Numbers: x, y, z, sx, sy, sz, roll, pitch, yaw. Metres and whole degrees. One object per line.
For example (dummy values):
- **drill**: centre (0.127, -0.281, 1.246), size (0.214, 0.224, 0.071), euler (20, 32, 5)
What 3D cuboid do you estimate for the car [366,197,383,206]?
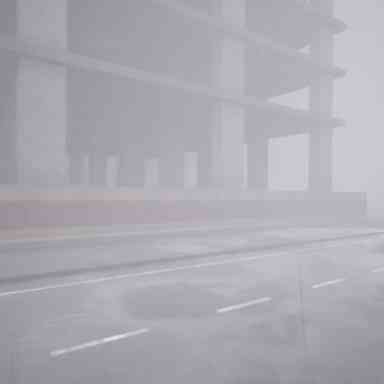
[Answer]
- **car**: centre (34.993, 2.101, 64.431), size (3.806, 1.475, 1.970), euler (1, 0, -35)

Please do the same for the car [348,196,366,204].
- **car**: centre (40.829, 2.020, 82.185), size (4.605, 1.855, 1.932), euler (1, 0, -35)

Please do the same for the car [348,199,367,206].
- **car**: centre (33.323, 2.069, 66.796), size (3.905, 1.438, 1.784), euler (1, 0, -35)
